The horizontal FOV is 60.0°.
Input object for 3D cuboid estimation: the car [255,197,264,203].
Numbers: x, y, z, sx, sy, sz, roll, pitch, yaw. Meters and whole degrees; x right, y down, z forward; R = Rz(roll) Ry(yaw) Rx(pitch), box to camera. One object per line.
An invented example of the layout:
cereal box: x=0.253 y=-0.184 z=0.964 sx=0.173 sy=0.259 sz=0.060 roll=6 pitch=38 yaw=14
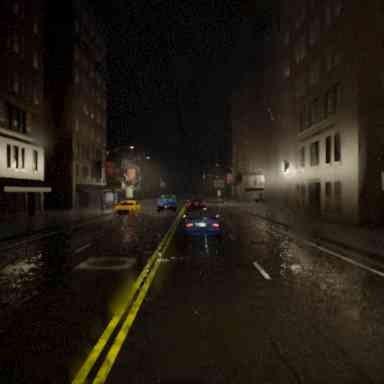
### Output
car: x=16.110 y=1.878 z=74.037 sx=4.313 sy=1.339 sz=1.947 roll=0 pitch=0 yaw=0

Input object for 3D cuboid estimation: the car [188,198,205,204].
car: x=0.529 y=1.508 z=42.147 sx=2.097 sy=1.767 sz=4.553 roll=0 pitch=0 yaw=0

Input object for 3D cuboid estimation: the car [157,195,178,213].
car: x=-2.916 y=1.370 z=40.033 sx=2.150 sy=2.045 sz=5.566 roll=0 pitch=-1 yaw=0

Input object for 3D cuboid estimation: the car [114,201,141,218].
car: x=-6.177 y=1.592 z=32.240 sx=1.882 sy=1.535 sz=5.008 roll=0 pitch=0 yaw=0

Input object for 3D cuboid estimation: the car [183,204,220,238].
car: x=0.506 y=1.613 z=18.165 sx=2.033 sy=1.411 sz=5.357 roll=0 pitch=0 yaw=0
